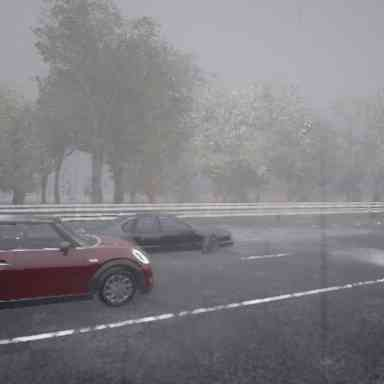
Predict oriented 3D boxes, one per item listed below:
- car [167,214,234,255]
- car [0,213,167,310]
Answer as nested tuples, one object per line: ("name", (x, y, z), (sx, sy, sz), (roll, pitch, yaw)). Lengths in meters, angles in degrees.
("car", (-1.240, 1.434, 11.392), (5.357, 1.411, 2.033), (0, 0, -25))
("car", (-3.082, 1.253, 6.637), (4.553, 1.767, 2.097), (1, 1, -25))
